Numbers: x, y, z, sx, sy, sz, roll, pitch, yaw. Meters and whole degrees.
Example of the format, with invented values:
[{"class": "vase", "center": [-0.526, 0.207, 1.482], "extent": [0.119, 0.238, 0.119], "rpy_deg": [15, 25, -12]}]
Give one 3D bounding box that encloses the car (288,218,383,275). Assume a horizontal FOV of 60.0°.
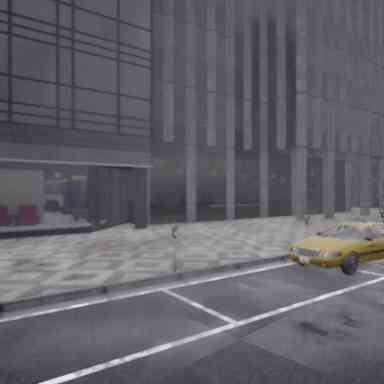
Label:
[{"class": "car", "center": [5.034, 1.521, 10.369], "extent": [4.829, 1.417, 1.752], "rpy_deg": [0, -1, -34]}]
